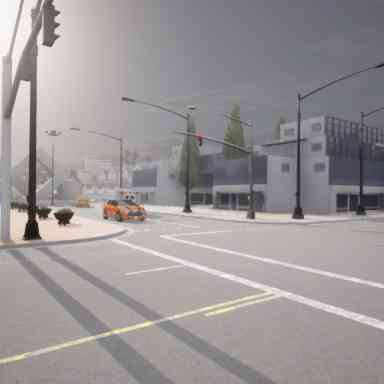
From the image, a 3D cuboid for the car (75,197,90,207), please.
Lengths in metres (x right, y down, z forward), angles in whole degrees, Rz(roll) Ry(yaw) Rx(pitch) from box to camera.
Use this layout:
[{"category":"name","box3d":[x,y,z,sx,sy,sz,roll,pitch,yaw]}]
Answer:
[{"category":"car","box3d":[-16.820,1.505,51.028,1.882,1.535,5.008,1,0,-21]}]

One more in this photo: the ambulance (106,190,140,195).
[{"category":"ambulance","box3d":[-8.083,1.063,36.715,2.351,2.431,6.366,1,0,-35]}]

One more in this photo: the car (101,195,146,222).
[{"category":"car","box3d":[-5.472,1.355,26.686,2.097,1.767,4.553,1,0,-35]}]
